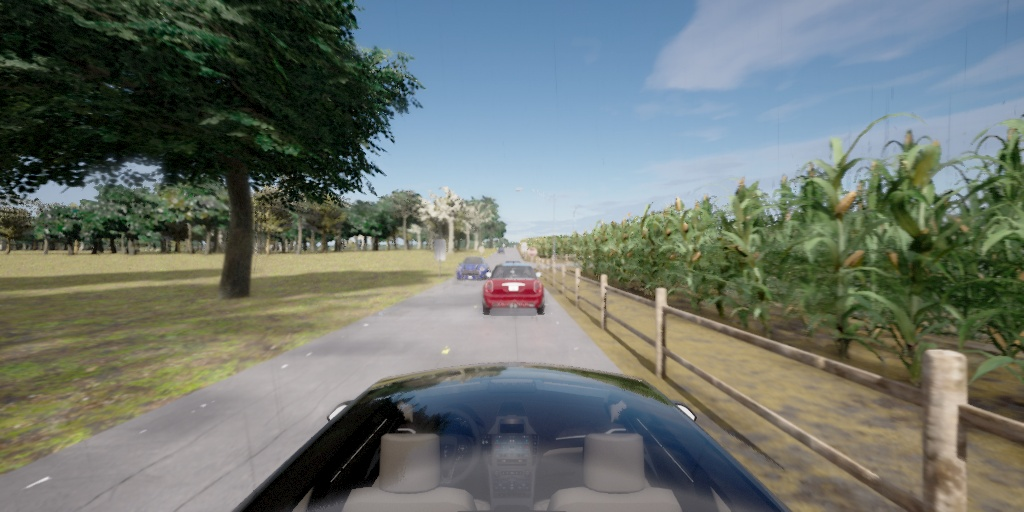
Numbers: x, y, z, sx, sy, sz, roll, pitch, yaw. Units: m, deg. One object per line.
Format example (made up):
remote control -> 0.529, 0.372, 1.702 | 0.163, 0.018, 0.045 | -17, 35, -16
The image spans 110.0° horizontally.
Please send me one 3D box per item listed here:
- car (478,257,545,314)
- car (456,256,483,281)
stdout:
car -> 0.065, 1.031, 13.655 | 2.097, 1.767, 4.553 | 0, 1, 0
car -> -2.820, 0.837, 26.610 | 2.097, 1.767, 4.553 | 0, 1, 0
